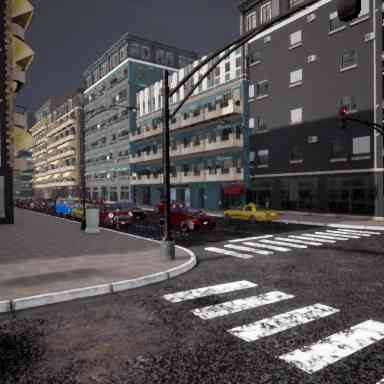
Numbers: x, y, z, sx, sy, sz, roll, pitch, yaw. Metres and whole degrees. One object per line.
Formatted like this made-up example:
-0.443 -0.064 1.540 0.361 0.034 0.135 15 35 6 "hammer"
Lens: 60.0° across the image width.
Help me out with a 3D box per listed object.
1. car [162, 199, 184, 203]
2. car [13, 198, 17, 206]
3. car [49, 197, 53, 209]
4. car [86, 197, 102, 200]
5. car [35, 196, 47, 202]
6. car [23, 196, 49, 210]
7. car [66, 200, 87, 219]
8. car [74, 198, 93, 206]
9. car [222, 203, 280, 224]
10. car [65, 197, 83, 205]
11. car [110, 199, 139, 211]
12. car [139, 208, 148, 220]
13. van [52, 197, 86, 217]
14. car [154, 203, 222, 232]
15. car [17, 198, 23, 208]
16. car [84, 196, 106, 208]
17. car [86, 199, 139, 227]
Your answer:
-2.185 1.441 33.340 1.967 1.590 4.097 -1 1 -36 "car"
-31.513 1.782 60.003 1.887 1.381 4.507 -1 1 -36 "car"
-20.437 1.569 49.115 1.837 1.490 4.892 -1 0 -36 "car"
-11.732 1.613 36.765 1.837 1.490 4.892 -1 1 -35 "car"
-37.554 1.728 82.888 1.887 1.381 4.507 -1 1 -36 "car"
-21.868 1.628 46.489 1.967 1.590 4.097 -1 1 -36 "car"
-8.906 1.652 28.334 1.752 1.417 4.829 -1 1 -36 "car"
-18.261 1.644 55.862 1.947 1.339 4.313 -1 1 -36 "car"
4.148 1.498 24.471 1.752 1.417 4.829 -1 1 -36 "car"
-21.477 1.645 60.367 2.008 1.369 4.403 -1 1 -36 "car"
-8.615 1.581 42.349 2.008 1.369 4.403 -1 1 -36 "car"
-5.783 1.631 28.417 2.033 1.411 5.357 -1 0 -35 "car"
-12.223 1.483 32.975 1.690 1.788 3.998 -1 1 -36 "van"
-0.391 1.623 20.865 1.994 1.385 4.181 -1 1 -36 "car"
-25.081 1.770 50.994 1.947 1.339 4.313 -1 1 -36 "car"
-15.048 1.502 51.357 1.967 1.590 4.097 -1 1 -36 "car"
-5.790 1.553 23.968 1.967 1.590 4.097 -1 1 -36 "car"
